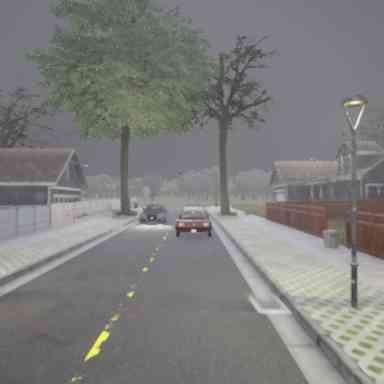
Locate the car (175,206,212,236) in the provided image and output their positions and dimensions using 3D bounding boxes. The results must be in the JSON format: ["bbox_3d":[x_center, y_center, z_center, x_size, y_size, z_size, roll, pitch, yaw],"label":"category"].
[{"bbox_3d":[0.095,1.656,18.712,1.895,1.301,4.718,0,0,0],"label":"car"}]

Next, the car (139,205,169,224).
[{"bbox_3d":[-2.844,1.667,25.549,1.994,1.385,4.181,0,0,0],"label":"car"}]

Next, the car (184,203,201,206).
[{"bbox_3d":[0.104,1.804,35.926,1.895,1.301,4.718,0,-1,0],"label":"car"}]
